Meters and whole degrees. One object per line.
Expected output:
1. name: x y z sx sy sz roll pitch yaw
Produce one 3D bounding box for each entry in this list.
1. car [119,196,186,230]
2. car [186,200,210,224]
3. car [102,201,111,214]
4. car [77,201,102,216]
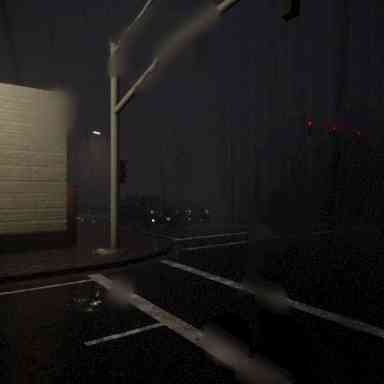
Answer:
1. car: -3.032 1.277 22.379 2.150 2.045 5.566 0 0 -36
2. car: -0.663 1.407 25.091 2.097 1.767 4.553 0 0 -35
3. car: -8.379 1.618 35.911 1.994 1.385 4.181 0 0 -35
4. car: -11.145 1.618 33.761 1.994 1.385 4.181 0 0 -35
